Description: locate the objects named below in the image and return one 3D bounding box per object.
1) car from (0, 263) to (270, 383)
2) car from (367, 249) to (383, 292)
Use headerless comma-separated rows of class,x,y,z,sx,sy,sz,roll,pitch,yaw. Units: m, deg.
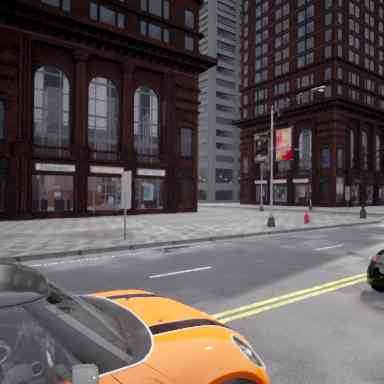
car,-1.512,1.352,2.360,4.553,1.767,2.097,0,0,-36
car,5.916,1.576,7.681,4.181,1.385,1.994,0,0,-35
